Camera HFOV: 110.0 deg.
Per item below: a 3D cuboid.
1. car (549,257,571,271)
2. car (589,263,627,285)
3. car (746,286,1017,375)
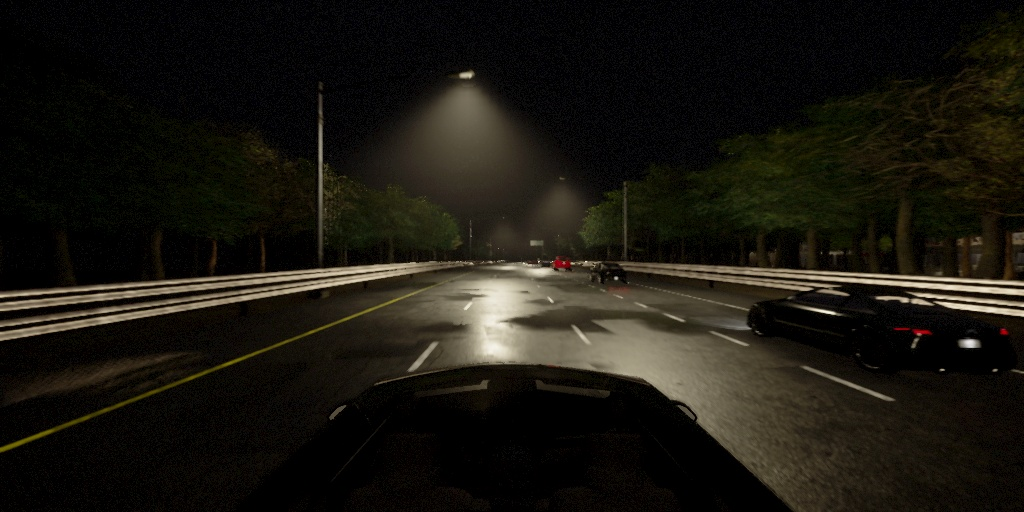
[{"bbox_3d":[7.113,1.133,51.516,2.150,2.045,5.566,0,-1,0],"label":"car"},{"bbox_3d":[7.024,1.267,26.571,1.837,1.490,4.892,0,0,0],"label":"car"},{"bbox_3d":[7.015,1.314,7.507,1.994,1.385,4.181,0,0,0],"label":"car"}]
